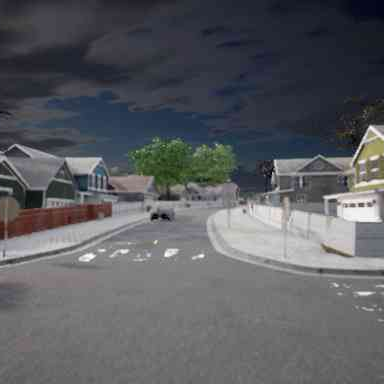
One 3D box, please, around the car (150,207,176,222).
[{"bbox_3d":[-2.692,2.051,31.340,1.895,1.301,4.718,0,-1,4],"label":"car"}]
